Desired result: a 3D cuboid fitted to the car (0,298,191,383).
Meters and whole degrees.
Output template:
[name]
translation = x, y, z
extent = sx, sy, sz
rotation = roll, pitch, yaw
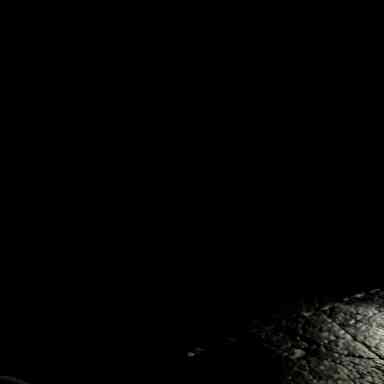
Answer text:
[car]
translation = -2.202, 1.505, 1.544
extent = 4.892, 1.490, 1.837
rotation = 0, 0, -34
